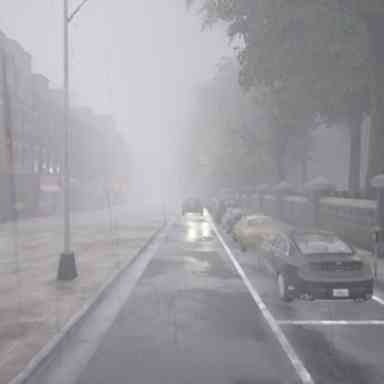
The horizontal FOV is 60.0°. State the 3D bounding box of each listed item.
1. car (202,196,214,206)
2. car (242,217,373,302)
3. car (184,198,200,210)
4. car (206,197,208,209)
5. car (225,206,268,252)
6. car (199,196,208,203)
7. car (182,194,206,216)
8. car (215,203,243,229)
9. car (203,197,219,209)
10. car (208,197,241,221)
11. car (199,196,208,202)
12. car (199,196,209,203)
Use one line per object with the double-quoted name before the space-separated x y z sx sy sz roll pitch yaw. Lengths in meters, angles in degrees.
"car" 2.752 1.569 57.907 1.882 1.535 5.008 0 0 0
"car" 2.626 1.544 8.061 2.008 1.369 4.403 -1 0 0
"car" 0.017 1.593 44.834 2.033 1.411 5.357 0 0 0
"car" 2.623 1.462 35.313 1.967 1.590 4.097 -1 0 0
"car" 2.625 1.519 13.680 1.752 1.417 4.829 -1 0 0
"car" 2.675 1.718 78.625 1.752 1.417 4.829 -1 0 0
"car" 0.056 1.369 33.403 2.097 1.767 4.553 0 0 0
"car" 2.625 1.547 18.962 2.008 1.369 4.403 -1 0 0
"car" 2.622 1.490 46.213 1.967 1.590 4.097 -1 0 0
"car" 2.621 1.318 24.411 2.192 1.841 5.009 -1 0 0
"car" 2.651 1.755 80.599 2.008 1.369 4.403 -1 0 0
"car" 2.624 1.715 73.463 2.008 1.369 4.403 -1 0 0
